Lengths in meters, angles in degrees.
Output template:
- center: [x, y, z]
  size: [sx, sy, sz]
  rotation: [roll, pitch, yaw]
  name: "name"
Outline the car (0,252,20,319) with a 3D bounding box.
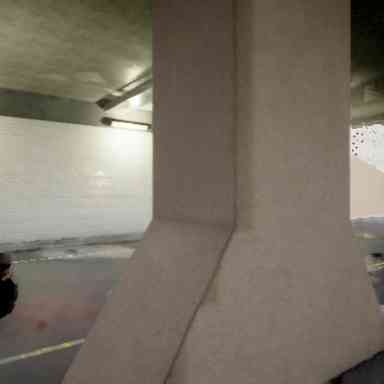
- center: [-5.206, 1.479, 4.579]
  size: [5.008, 1.535, 1.882]
  rotation: [0, 0, -35]
  name: "car"
